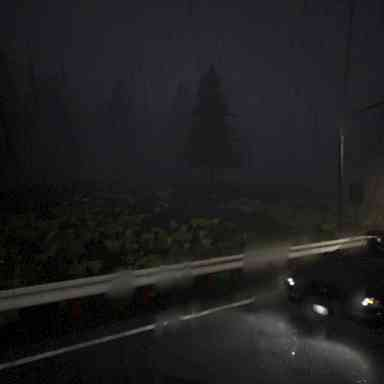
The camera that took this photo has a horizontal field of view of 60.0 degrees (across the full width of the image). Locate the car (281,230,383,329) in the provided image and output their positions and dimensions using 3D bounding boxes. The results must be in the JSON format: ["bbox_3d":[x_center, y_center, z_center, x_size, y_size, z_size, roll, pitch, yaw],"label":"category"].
[{"bbox_3d":[4.293,1.548,7.008,5.357,1.411,2.033,0,0,-35],"label":"car"}]
